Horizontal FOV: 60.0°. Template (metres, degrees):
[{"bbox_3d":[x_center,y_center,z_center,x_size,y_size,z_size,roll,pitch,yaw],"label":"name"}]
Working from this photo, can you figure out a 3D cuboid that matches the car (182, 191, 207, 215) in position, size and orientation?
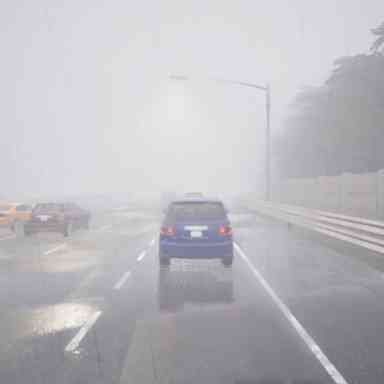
[{"bbox_3d":[0.223,0.984,31.681,2.150,2.045,5.566,0,1,0],"label":"car"}]

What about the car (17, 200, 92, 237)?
[{"bbox_3d":[-6.855,1.247,17.554,2.097,1.767,4.553,0,1,0],"label":"car"}]

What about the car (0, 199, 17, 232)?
[{"bbox_3d":[-10.348,1.356,19.333,1.882,1.535,5.008,0,1,0],"label":"car"}]

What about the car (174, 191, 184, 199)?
[{"bbox_3d":[-3.062,0.688,77.757,2.097,1.767,4.553,0,1,0],"label":"car"}]

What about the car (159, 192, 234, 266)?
[{"bbox_3d":[0.122,1.172,11.450,2.150,2.045,5.566,0,0,0],"label":"car"}]

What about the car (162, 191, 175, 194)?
[{"bbox_3d":[-3.250,0.837,47.372,2.150,2.045,5.566,0,1,0],"label":"car"}]
